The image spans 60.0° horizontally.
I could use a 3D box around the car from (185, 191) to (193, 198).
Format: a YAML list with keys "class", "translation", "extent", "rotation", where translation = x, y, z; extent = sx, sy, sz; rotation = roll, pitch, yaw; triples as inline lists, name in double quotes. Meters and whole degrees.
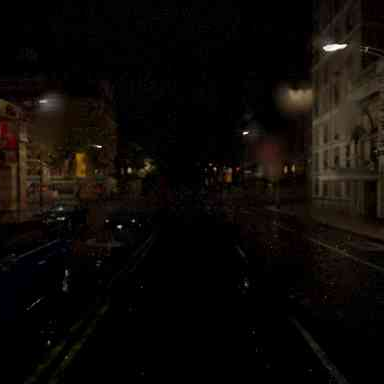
- class: "car"
  translation: [-0.754, 0.525, 80.165]
  extent: [1.812, 1.442, 4.674]
  rotation: [0, 1, -1]

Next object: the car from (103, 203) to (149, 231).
- class: "car"
  translation: [-3.635, 1.333, 19.345]
  extent: [2.033, 1.411, 5.357]
  rotation: [0, 1, 0]

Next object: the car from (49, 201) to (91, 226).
- class: "car"
  translation: [-7.134, 1.291, 18.569]
  extent: [2.128, 1.511, 4.902]
  rotation: [0, 1, 0]

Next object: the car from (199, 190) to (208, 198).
- class: "car"
  translation: [2.746, 0.352, 80.205]
  extent: [2.097, 1.767, 4.553]
  rotation: [0, 1, -1]

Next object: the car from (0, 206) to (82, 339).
- class: "car"
  translation: [-3.608, 1.295, 5.261]
  extent: [2.097, 1.767, 4.553]
  rotation: [0, 1, 0]
